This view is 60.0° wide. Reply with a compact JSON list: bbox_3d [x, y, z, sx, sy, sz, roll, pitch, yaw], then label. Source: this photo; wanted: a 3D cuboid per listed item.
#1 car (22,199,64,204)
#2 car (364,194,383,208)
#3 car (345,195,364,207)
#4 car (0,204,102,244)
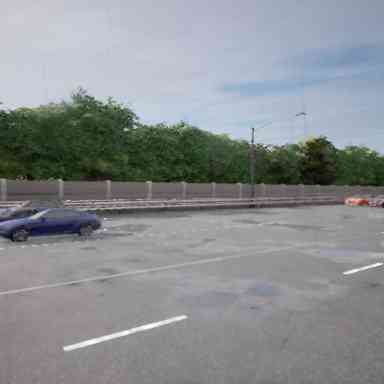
[{"bbox_3d":[-10.375,1.267,21.756,4.553,1.767,2.097,0,0,-37],"label":"car"},{"bbox_3d":[25.472,1.210,44.464,4.553,1.767,2.097,0,0,-37],"label":"car"},{"bbox_3d":[24.004,1.173,47.700,4.553,1.767,2.097,1,2,-37],"label":"car"},{"bbox_3d":[-6.640,1.473,15.807,4.674,1.442,1.812,0,0,-37],"label":"car"}]
